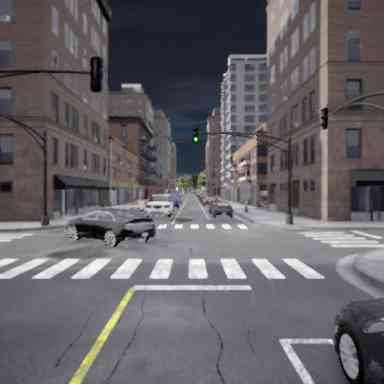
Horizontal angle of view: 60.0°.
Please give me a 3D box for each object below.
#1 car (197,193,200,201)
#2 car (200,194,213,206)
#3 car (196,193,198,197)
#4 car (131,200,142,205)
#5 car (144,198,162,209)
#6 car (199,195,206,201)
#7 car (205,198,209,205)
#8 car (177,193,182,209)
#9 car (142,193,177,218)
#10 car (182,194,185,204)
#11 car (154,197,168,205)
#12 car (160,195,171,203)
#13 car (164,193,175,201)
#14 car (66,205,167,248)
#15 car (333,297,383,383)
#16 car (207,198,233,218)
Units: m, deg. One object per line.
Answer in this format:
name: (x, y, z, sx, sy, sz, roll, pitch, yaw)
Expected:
car: (2.633, 1.269, 63.534, 2.192, 1.841, 5.009, 0, 0, 0)
car: (2.634, 1.404, 52.170, 1.967, 1.590, 4.097, 0, 0, 0)
car: (2.632, 1.505, 80.579, 1.947, 1.339, 4.313, 0, 0, 0)
car: (-5.390, 1.503, 34.953, 1.752, 1.417, 4.829, 0, 0, 0)
car: (-5.391, 1.535, 46.485, 1.947, 1.339, 4.313, 0, 0, 0)
car: (2.632, 1.459, 86.431, 1.752, 1.417, 4.829, 0, 0, 0)
car: (2.635, 1.560, 35.125, 1.802, 1.307, 4.206, 0, 0, 0)
car: (-2.836, 1.186, 45.631, 2.150, 2.045, 5.566, 0, 1, 0)
car: (-2.846, 1.203, 30.182, 2.150, 2.045, 5.566, 0, 0, 0)
car: (-2.754, 1.565, 63.673, 1.994, 1.385, 4.181, 0, 0, 0)
car: (-5.391, 1.510, 57.848, 2.008, 1.369, 4.403, 0, 0, 0)
car: (-5.392, 1.389, 69.210, 1.967, 1.590, 4.097, 0, 0, 0)
car: (-5.393, 1.254, 80.573, 2.192, 1.841, 5.009, 0, 0, 0)
car: (-3.720, 1.488, 14.734, 4.902, 1.511, 2.128, -1, -1, 40)
car: (2.639, 1.549, 2.568, 2.008, 1.369, 4.403, 0, 0, 0)
car: (2.636, 1.533, 29.443, 2.008, 1.369, 4.403, 0, 0, 0)
